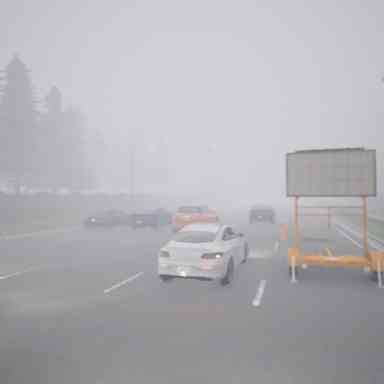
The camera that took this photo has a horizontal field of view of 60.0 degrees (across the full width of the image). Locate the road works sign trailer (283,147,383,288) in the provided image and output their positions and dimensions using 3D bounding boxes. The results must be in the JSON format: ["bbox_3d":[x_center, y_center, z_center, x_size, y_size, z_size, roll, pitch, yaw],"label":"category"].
[{"bbox_3d":[3.983,0.548,9.671,2.380,3.560,2.880,-1,-1,17],"label":"road works sign trailer"}]

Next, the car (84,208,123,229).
[{"bbox_3d":[-6.043,1.888,24.378,1.994,1.385,4.181,-1,-1,17],"label":"car"}]

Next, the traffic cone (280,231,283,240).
[{"bbox_3d":[4.618,2.116,16.783,0.340,0.580,0.340,-1,-1,17],"label":"traffic cone"}]

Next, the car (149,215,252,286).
[{"bbox_3d":[0.482,1.636,9.810,1.812,1.442,4.674,-1,-1,17],"label":"car"}]

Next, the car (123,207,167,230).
[{"bbox_3d":[-2.646,1.767,23.520,1.882,1.535,5.008,-1,0,17],"label":"car"}]

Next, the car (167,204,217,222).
[{"bbox_3d":[0.331,1.595,21.292,2.097,1.767,4.553,-1,-1,17],"label":"car"}]

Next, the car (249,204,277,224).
[{"bbox_3d":[5.901,1.752,27.535,1.882,1.535,5.008,-1,-1,17],"label":"car"}]
